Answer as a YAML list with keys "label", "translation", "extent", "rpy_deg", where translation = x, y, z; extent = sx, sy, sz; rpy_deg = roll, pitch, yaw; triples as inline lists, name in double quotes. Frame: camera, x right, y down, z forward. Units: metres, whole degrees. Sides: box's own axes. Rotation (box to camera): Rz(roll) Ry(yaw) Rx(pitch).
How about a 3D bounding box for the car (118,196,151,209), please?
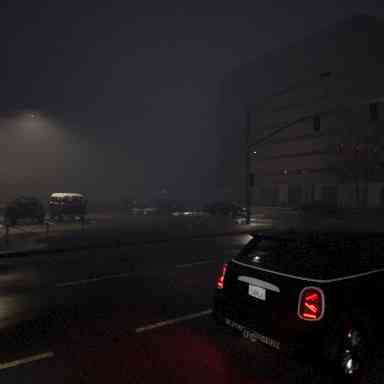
- label: "car"
  translation: [-8.287, 1.407, 47.579]
  extent: [2.097, 1.767, 4.553]
  rpy_deg: [0, 0, -35]

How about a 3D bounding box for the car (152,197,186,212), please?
- label: "car"
  translation: [-2.525, 1.581, 39.464]
  extent: [1.812, 1.442, 4.674]
  rpy_deg: [0, 0, -36]

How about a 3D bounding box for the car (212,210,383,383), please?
- label: "car"
  translation: [2.601, 1.352, 5.658]
  extent: [4.553, 1.767, 2.097]
  rpy_deg: [0, 0, -35]

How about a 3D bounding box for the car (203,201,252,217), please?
- label: "car"
  translation: [3.168, 1.603, 31.431]
  extent: [2.033, 1.411, 5.357]
  rpy_deg: [0, 0, -35]

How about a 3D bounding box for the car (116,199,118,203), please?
- label: "car"
  translation: [-13.960, 1.619, 67.980]
  extent: [1.994, 1.385, 4.181]
  rpy_deg: [0, 0, -35]

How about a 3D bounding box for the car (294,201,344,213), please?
- label: "car"
  translation: [13.175, 1.603, 34.713]
  extent: [2.033, 1.411, 5.357]
  rpy_deg: [0, 0, -26]

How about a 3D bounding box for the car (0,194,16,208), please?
- label: "car"
  translation: [-31.719, 1.209, 56.462]
  extent: [1.932, 1.855, 4.605]
  rpy_deg: [0, 0, -35]
